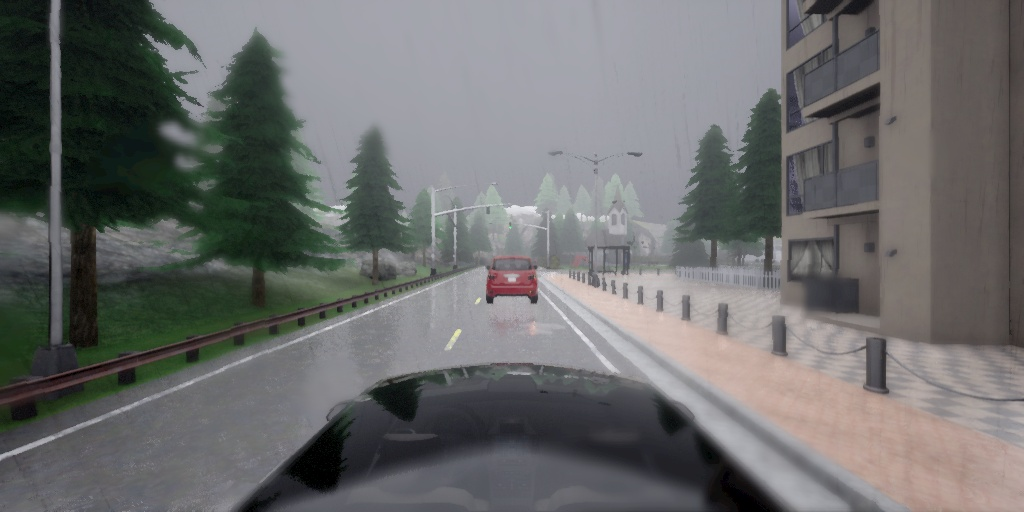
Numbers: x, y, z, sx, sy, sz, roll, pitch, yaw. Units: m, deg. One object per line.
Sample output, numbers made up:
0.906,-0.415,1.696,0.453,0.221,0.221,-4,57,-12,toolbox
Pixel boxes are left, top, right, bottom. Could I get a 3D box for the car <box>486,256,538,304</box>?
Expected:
0.000,1.006,16.530,2.150,2.045,5.566,0,0,0,car
